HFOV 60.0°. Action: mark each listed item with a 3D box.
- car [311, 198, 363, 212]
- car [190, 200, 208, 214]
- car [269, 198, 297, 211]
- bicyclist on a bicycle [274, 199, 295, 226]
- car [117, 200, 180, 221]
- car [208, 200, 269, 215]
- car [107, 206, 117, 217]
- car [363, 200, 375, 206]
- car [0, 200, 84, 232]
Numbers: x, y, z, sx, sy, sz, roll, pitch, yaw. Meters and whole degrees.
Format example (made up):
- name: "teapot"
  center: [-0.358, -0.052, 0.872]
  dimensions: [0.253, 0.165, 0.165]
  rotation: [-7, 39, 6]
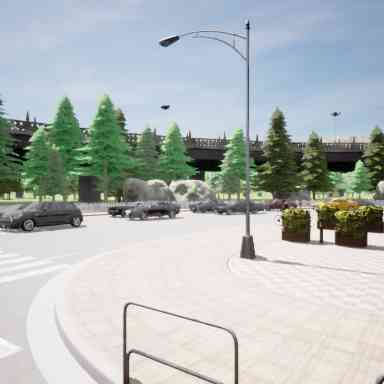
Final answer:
- name: "car"
  center: [15.540, 1.425, 36.438]
  dimensions: [5.008, 1.535, 1.882]
  rotation: [0, 0, -5]
- name: "car"
  center: [1.854, 1.515, 35.364]
  dimensions: [4.181, 1.385, 1.994]
  rotation: [0, 0, -29]
- name: "car"
  center: [9.981, 1.475, 38.796]
  dimensions: [4.674, 1.442, 1.812]
  rotation: [0, 0, -15]
- name: "bicyclist on a bicycle"
  center: [5.557, 1.247, 19.590]
  dimensions: [0.582, 1.620, 1.656]
  rotation: [0, 0, -44]
- name: "car"
  center: [-3.169, 1.442, 27.136]
  dimensions: [4.902, 1.511, 2.128]
  rotation: [0, 0, -44]
- name: "car"
  center: [4.658, 1.497, 33.061]
  dimensions: [5.357, 1.411, 2.033]
  rotation: [0, 0, -26]
- name: "car"
  center: [-5.236, 1.552, 30.076]
  dimensions: [4.718, 1.301, 1.895]
  rotation: [0, 0, -44]
- name: "car"
  center: [19.757, 1.511, 40.173]
  dimensions: [4.181, 1.385, 1.994]
  rotation: [0, 0, 0]
- name: "car"
  center: [-8.964, 1.303, 20.065]
  dimensions: [2.097, 1.767, 4.553]
  rotation: [0, 0, 37]
